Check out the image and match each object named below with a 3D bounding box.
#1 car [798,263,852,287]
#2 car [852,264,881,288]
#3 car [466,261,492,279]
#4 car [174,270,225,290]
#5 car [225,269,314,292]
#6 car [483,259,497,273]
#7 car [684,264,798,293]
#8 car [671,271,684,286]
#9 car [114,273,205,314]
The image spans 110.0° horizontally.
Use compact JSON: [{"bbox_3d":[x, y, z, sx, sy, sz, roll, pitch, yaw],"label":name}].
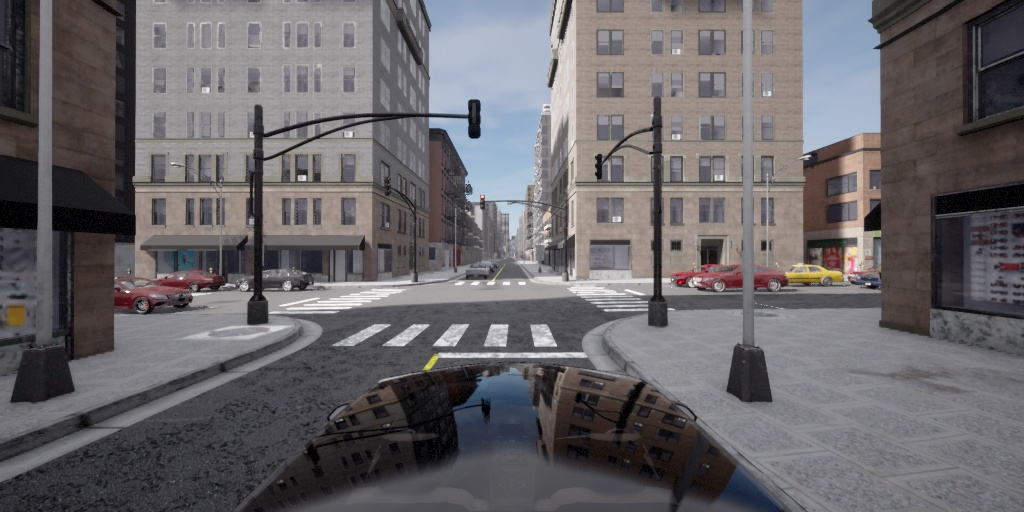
[{"bbox_3d":[17.447,1.117,21.987,4.829,1.417,1.751,0,0,0],"label":"car"},{"bbox_3d":[21.768,1.087,19.204,5.357,1.411,2.033,-1,0,1],"label":"car"},{"bbox_3d":[-3.122,1.341,32.818,1.895,1.301,4.718,0,0,-1],"label":"car"},{"bbox_3d":[-20.166,1.545,22.217,4.207,1.307,1.802,0,0,0],"label":"car"},{"bbox_3d":[-14.638,1.458,22.183,4.403,1.370,2.007,0,0,0],"label":"car"},{"bbox_3d":[-3.127,1.253,43.135,1.812,1.442,4.674,0,0,0],"label":"car"},{"bbox_3d":[12.182,1.158,19.265,4.674,1.442,1.812,-1,0,1],"label":"car"},{"bbox_3d":[12.125,1.190,22.020,4.507,1.381,1.888,0,0,0],"label":"car"},{"bbox_3d":[-14.664,1.451,13.658,4.207,1.307,1.802,0,0,0],"label":"car"}]
